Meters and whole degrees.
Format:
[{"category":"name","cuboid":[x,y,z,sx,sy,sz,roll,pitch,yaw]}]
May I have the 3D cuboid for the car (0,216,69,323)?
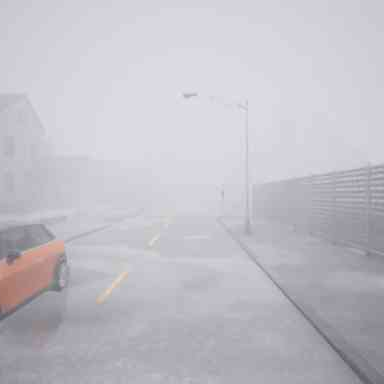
[{"category":"car","cuboid":[-4.065,1.406,6.225,2.097,1.767,4.553,0,0,0]}]
